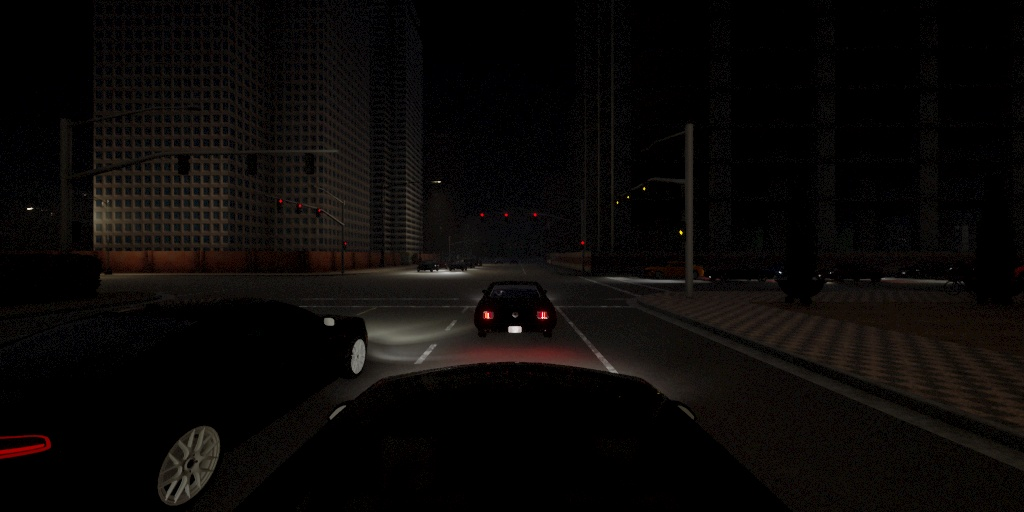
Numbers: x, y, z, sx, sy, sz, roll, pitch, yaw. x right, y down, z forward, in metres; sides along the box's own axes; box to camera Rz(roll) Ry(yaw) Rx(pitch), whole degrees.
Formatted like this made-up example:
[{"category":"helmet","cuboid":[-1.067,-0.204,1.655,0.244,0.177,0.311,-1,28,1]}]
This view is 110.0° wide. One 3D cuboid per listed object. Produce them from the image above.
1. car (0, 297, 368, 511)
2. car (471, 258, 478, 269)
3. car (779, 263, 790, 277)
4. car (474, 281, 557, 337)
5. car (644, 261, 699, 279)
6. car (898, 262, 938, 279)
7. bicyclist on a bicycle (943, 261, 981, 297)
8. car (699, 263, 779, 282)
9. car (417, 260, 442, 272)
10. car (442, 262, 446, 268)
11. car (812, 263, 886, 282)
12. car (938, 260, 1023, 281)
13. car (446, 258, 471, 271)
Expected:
[{"category":"car","cuboid":[-3.452,1.228,4.278,1.882,1.535,5.008,0,0,1]},{"category":"car","cuboid":[-7.075,1.255,57.681,1.837,1.490,4.892,0,0,1]},{"category":"car","cuboid":[24.149,1.297,31.890,5.357,1.411,2.033,0,0,0]},{"category":"car","cuboid":[0.074,1.351,10.227,1.895,1.301,4.718,0,0,0]},{"category":"car","cuboid":[14.338,1.228,31.954,5.008,1.535,1.882,0,0,0]},{"category":"car","cuboid":[37.227,1.242,31.791,4.902,1.511,2.128,0,0,1]},{"category":"bicyclist on a bicycle","cuboid":[20.758,1.051,16.429,0.582,1.620,1.656,0,0,0]},{"category":"car","cuboid":[17.909,1.351,28.430,4.718,1.301,1.895,0,0,0]},{"category":"car","cuboid":[-10.755,1.228,46.115,1.882,1.535,5.008,0,0,1]},{"category":"car","cuboid":[-10.618,1.351,55.457,1.895,1.301,4.718,0,0,1]},{"category":"car","cuboid":[26.691,1.276,28.364,4.674,1.442,1.812,0,0,0]},{"category":"car","cuboid":[37.371,1.103,28.290,4.553,1.767,2.097,0,0,1]},{"category":"car","cuboid":[-7.223,1.351,48.465,1.895,1.301,4.718,0,0,1]}]
